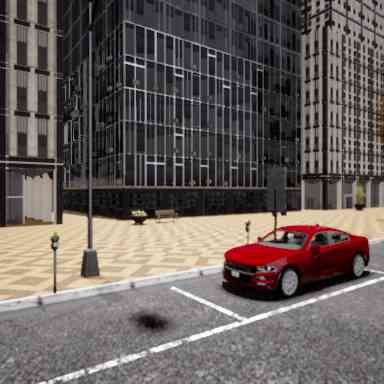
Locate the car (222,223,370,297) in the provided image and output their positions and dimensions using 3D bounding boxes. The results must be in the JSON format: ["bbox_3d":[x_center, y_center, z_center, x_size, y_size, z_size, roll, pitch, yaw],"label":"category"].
[{"bbox_3d":[2.775,1.538,8.528,4.507,1.381,1.887,0,0,-35],"label":"car"}]
